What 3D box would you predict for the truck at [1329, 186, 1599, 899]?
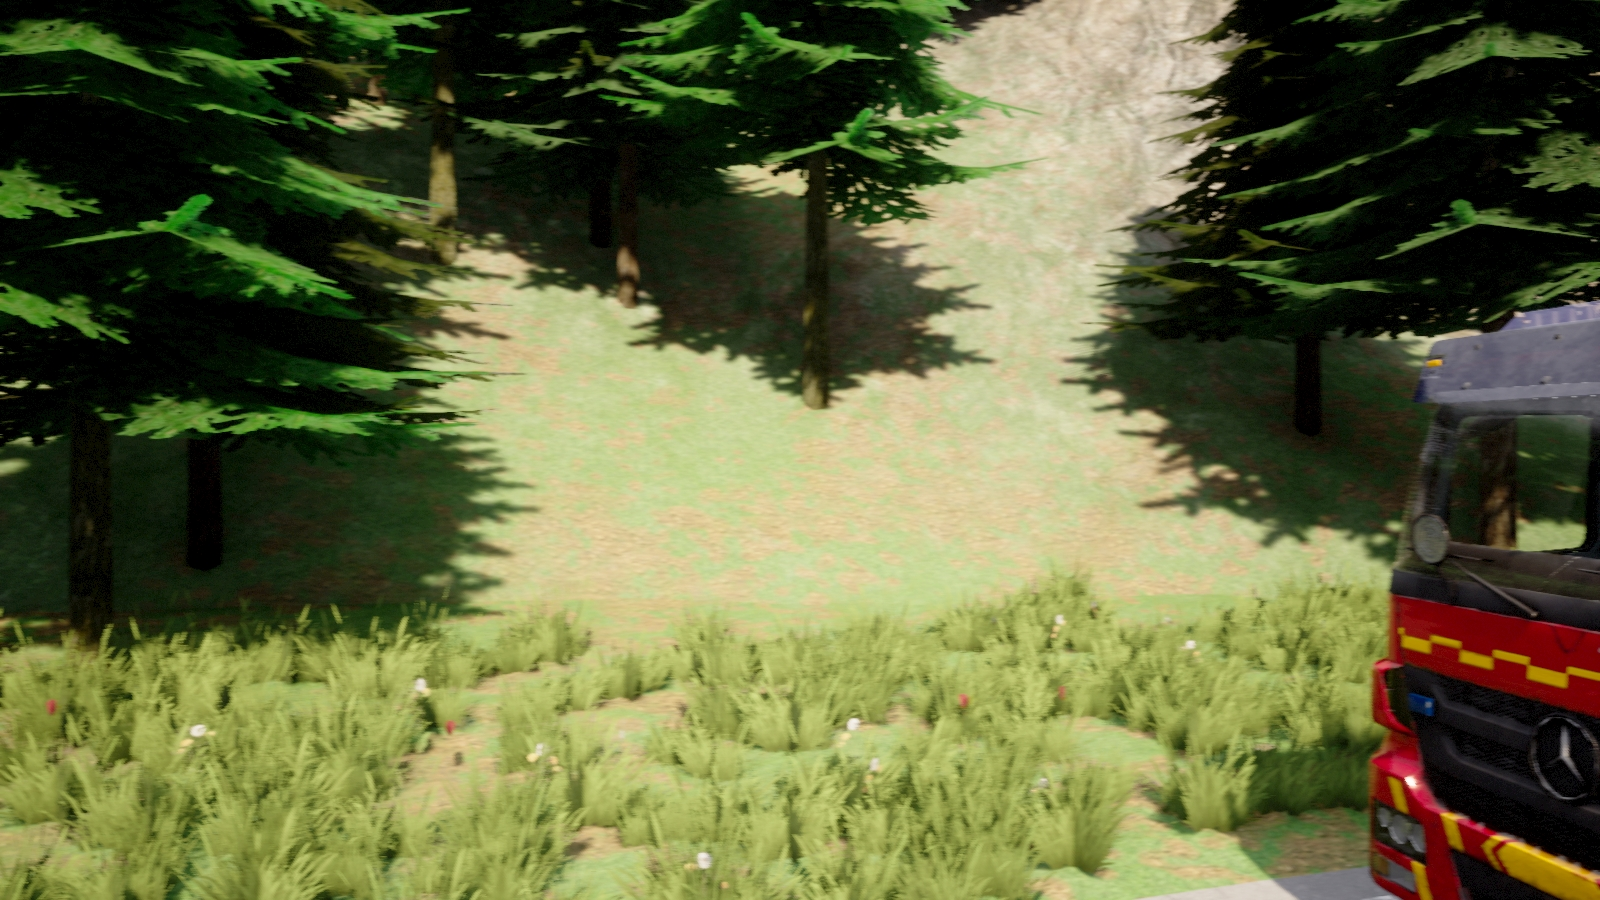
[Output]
[{"bbox_3d":[7.318,0.861,5.544,8.468,3.827,2.891,0,0,-10],"label":"truck"}]
